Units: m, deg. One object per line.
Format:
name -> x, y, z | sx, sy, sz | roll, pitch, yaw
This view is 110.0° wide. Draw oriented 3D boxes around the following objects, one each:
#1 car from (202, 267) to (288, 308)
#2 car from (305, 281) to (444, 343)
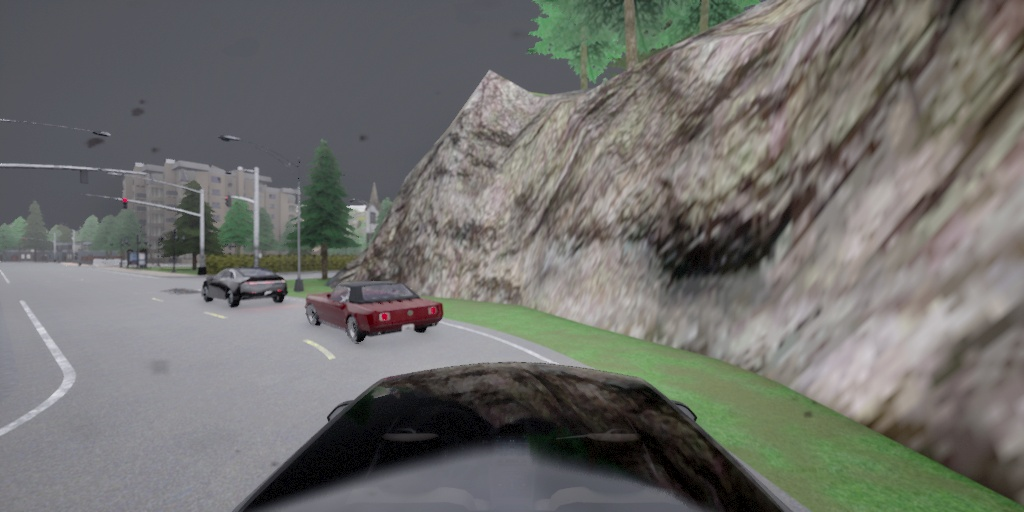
car -> -11.396, 1.218, 15.217 | 4.902, 1.511, 2.128 | 0, 0, 35
car -> -3.937, 1.336, 9.684 | 4.718, 1.301, 1.895 | 0, 0, 44
